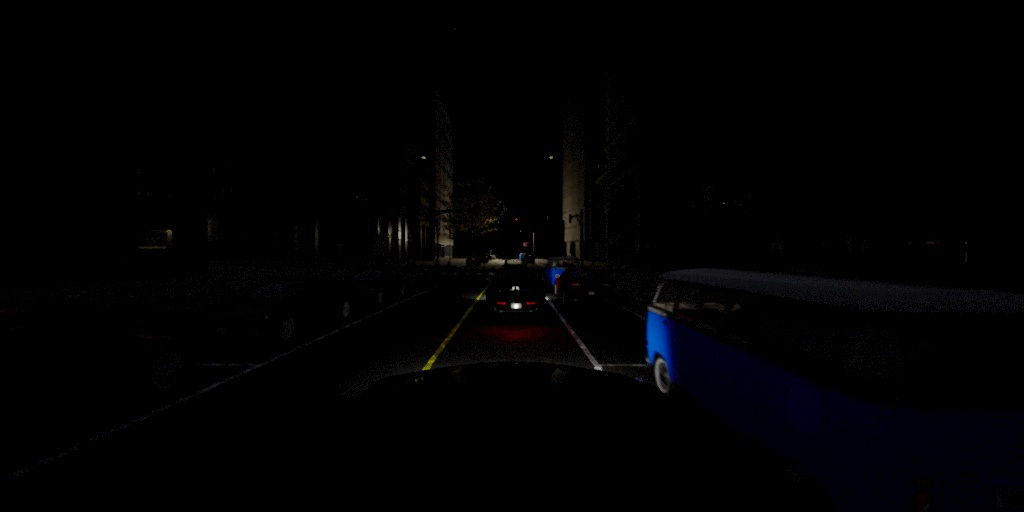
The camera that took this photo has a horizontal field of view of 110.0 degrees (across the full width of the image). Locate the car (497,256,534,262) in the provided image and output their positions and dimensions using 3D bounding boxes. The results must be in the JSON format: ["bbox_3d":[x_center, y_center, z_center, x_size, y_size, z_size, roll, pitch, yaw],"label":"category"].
[{"bbox_3d":[0.149,0.987,25.529,2.128,1.511,4.902,0,1,0],"label":"car"}]

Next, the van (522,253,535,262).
[{"bbox_3d":[2.868,0.504,58.376,1.690,1.789,3.998,0,0,0],"label":"van"}]

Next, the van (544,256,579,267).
[{"bbox_3d":[2.811,0.891,20.394,1.690,1.789,3.998,0,0,0],"label":"van"}]

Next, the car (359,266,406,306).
[{"bbox_3d":[-5.755,1.153,14.904,1.888,1.381,4.507,0,0,0],"label":"car"}]

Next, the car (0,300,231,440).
[{"bbox_3d":[-5.773,1.271,3.854,1.888,1.381,4.507,0,0,0],"label":"car"}]

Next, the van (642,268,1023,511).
[{"bbox_3d":[2.778,1.068,3.821,1.690,1.789,3.998,0,0,0],"label":"van"}]

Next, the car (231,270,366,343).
[{"bbox_3d":[-5.764,1.212,9.379,1.888,1.381,4.507,0,0,0],"label":"car"}]

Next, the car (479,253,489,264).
[{"bbox_3d":[-5.648,0.656,63.574,1.888,1.381,4.507,0,0,0],"label":"car"}]

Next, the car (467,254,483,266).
[{"bbox_3d":[-5.674,0.741,52.824,1.751,1.417,4.829,0,0,0],"label":"car"}]

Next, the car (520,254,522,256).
[{"bbox_3d":[2.878,0.676,63.789,1.948,1.339,4.313,0,0,0],"label":"car"}]

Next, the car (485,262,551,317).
[{"bbox_3d":[0.121,1.138,12.533,1.837,1.490,4.892,0,0,0],"label":"car"}]

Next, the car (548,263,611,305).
[{"bbox_3d":[2.800,1.154,14.870,1.888,1.381,4.507,0,0,0],"label":"car"}]
